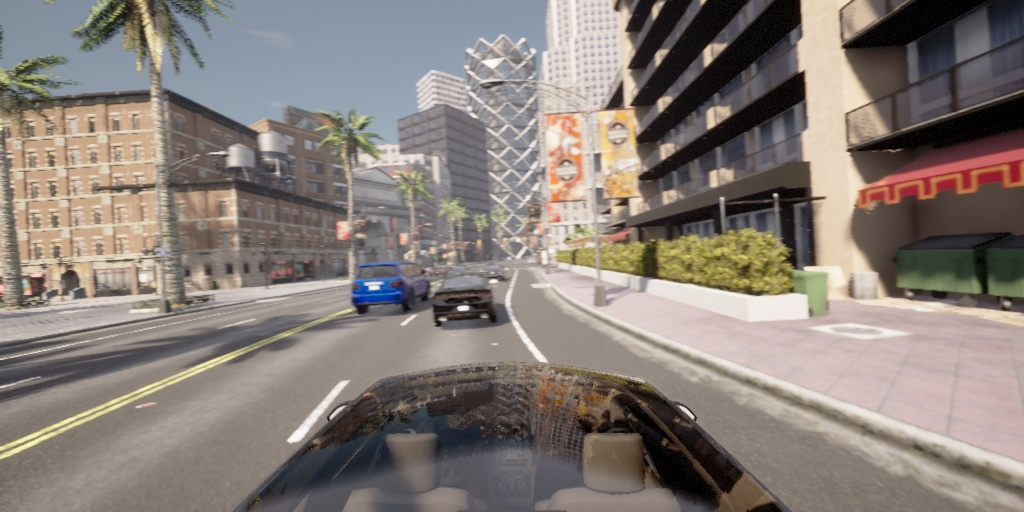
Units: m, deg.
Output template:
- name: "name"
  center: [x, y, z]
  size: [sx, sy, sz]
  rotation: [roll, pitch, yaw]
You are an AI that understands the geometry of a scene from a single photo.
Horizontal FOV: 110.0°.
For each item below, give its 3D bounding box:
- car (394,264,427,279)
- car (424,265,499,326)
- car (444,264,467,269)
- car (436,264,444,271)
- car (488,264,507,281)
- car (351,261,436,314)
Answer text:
- name: "car"
  center: [-11.753, 1.753, 41.885]
  size: [2.033, 1.411, 5.357]
  rotation: [-3, 0, 2]
- name: "car"
  center: [-1.542, 1.309, 12.439]
  size: [1.882, 1.535, 5.008]
  rotation: [-4, 0, -4]
- name: "car"
  center: [-4.854, 1.571, 34.474]
  size: [1.994, 1.385, 4.181]
  rotation: [-3, 0, 2]
- name: "car"
  center: [-8.253, 1.673, 41.783]
  size: [1.994, 1.385, 4.181]
  rotation: [-3, 0, 2]
- name: "car"
  center: [-1.485, 1.360, 30.444]
  size: [2.033, 1.411, 5.357]
  rotation: [-3, 0, 2]
- name: "car"
  center: [-5.221, 1.268, 16.110]
  size: [2.150, 2.045, 5.566]
  rotation: [-3, 0, -1]
